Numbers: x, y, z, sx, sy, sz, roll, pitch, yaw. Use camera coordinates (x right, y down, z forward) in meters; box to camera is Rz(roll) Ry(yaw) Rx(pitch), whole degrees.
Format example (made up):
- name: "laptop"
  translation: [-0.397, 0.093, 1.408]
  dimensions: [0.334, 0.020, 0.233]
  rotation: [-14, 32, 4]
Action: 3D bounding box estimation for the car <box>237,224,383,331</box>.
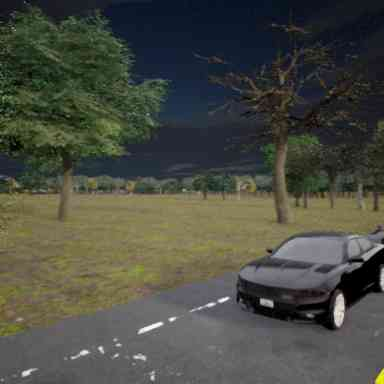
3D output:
- name: "car"
  translation: [2.945, 1.658, 7.546]
  dimensions: [1.882, 1.535, 5.008]
  rotation: [-2, -2, 42]
